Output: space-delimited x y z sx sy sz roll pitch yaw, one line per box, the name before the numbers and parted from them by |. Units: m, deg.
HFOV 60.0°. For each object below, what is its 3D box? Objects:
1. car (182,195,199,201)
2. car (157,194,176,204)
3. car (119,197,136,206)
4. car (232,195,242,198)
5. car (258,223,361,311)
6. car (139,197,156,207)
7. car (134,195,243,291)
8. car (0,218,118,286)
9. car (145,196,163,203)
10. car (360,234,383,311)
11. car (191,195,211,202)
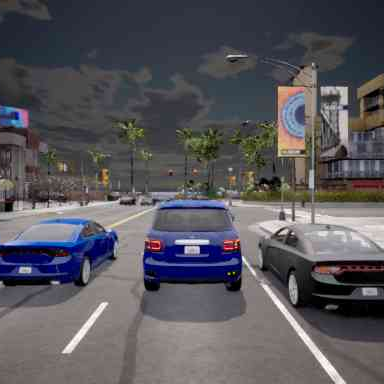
car | -0.315 1.524 81.842 1.812 1.442 4.674 0 0 36
car | -4.969 1.352 65.507 2.097 1.767 4.553 0 0 17
car | -10.351 1.478 53.722 1.882 1.535 5.008 0 0 4
car | 13.683 1.594 89.668 4.718 1.301 1.895 0 0 -37
car | 2.891 1.480 7.911 2.097 1.535 5.008 0 0 0
car | -6.933 1.564 52.260 1.994 1.385 4.181 0 0 3
car | 0.038 1.221 9.152 2.150 2.045 5.566 0 0 1
car | -3.455 1.478 9.404 1.882 1.535 5.008 0 0 0
car | -7.721 1.596 68.587 1.895 1.301 4.718 0 0 19
car | 3.039 1.354 1.486 2.185 1.767 4.553 0 0 0
car | 2.111 1.540 79.262 2.033 1.411 5.357 0 0 36
